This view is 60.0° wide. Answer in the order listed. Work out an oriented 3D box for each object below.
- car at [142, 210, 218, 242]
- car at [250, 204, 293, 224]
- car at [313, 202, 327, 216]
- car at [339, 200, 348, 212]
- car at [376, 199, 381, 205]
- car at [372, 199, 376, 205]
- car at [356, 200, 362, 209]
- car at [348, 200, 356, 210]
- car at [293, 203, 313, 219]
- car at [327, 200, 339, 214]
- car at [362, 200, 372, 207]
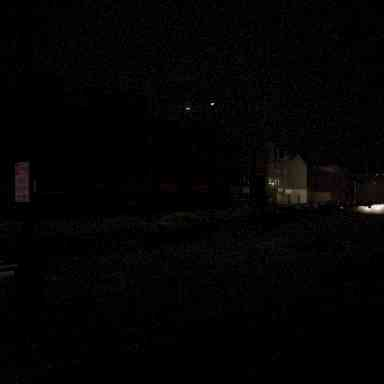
[{"bbox_3d":[-0.407,1.597,16.889,1.752,1.417,4.829,-1,-1,35],"label":"car"},{"bbox_3d":[5.995,1.713,25.934,1.947,1.339,4.313,-1,-1,35],"label":"car"},{"bbox_3d":[12.494,1.819,35.118,1.802,1.307,4.206,-1,-1,35],"label":"car"},{"bbox_3d":[18.992,1.782,44.304,1.967,1.590,4.097,-1,-1,35],"label":"car"},{"bbox_3d":[44.990,2.458,81.036,2.008,1.369,4.403,-2,-2,35],"label":"car"},{"bbox_3d":[35.242,2.209,67.262,1.887,1.381,4.507,-1,-2,35],"label":"car"},{"bbox_3d":[25.493,2.011,53.486,2.008,1.369,4.403,-1,-1,35],"label":"car"},{"bbox_3d":[22.243,1.950,48.895,2.008,1.369,4.403,-1,-1,35],"label":"car"},{"bbox_3d":[9.244,1.741,30.526,2.008,1.369,4.403,-1,-1,35],"label":"car"},{"bbox_3d":[15.744,1.832,39.710,1.887,1.381,4.507,-1,-1,35],"label":"car"},{"bbox_3d":[31.993,2.144,62.671,2.008,1.369,4.403,-1,-1,35],"label":"car"}]
